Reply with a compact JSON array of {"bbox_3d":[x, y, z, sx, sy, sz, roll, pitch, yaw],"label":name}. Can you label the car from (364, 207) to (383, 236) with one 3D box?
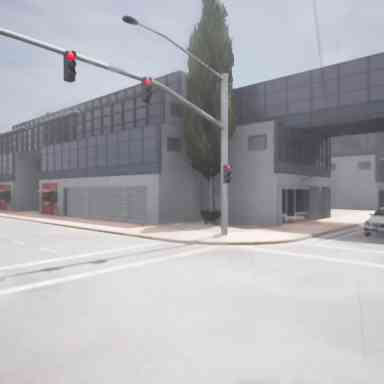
[{"bbox_3d":[10.493,1.512,17.414,1.812,1.442,4.674,0,0,42],"label":"car"}]
